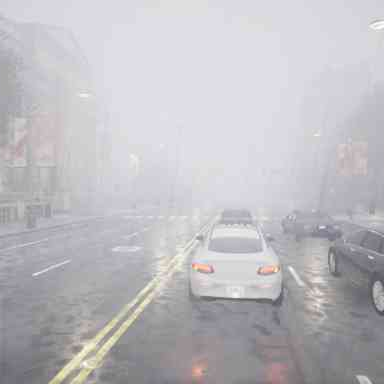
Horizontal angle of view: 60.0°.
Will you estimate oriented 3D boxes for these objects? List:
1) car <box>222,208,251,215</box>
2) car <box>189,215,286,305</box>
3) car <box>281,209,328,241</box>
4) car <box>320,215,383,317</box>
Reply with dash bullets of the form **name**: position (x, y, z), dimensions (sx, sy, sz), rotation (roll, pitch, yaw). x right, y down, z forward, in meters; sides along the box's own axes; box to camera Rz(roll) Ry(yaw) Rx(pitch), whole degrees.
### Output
- **car**: position (2.322, 1.547, 17.490), dimensions (2.033, 1.411, 5.357), rotation (0, 0, 8)
- **car**: position (1.034, 1.526, 8.031), dimensions (1.812, 1.442, 4.674), rotation (0, 0, 7)
- **car**: position (5.759, 1.547, 16.598), dimensions (2.033, 1.411, 5.357), rotation (0, 0, 6)
- **car**: position (4.469, 1.505, 7.326), dimensions (1.837, 1.490, 4.892), rotation (0, 0, 7)
